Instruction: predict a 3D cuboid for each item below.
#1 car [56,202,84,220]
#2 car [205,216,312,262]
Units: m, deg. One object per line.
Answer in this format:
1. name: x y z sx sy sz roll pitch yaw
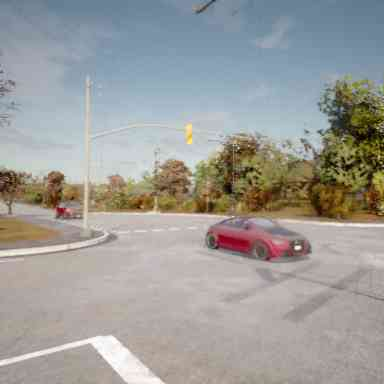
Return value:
1. car: -11.901 1.757 32.906 2.097 1.767 4.553 1 -3 -35
2. car: 2.350 1.621 12.551 1.994 1.385 4.181 1 0 -35
